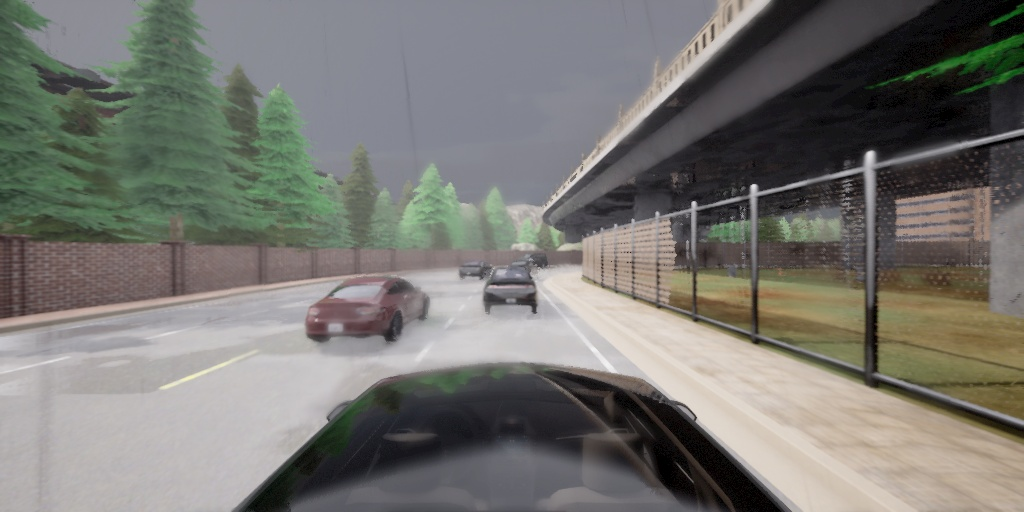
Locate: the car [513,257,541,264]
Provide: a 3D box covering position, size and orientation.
[{"bbox_3d":[0.898,1.073,28.840,1.837,1.490,4.892,-1,0,12],"label":"car"}]

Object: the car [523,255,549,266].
[{"bbox_3d":[2.457,0.925,46.036,1.882,1.535,5.008,0,0,45],"label":"car"}]

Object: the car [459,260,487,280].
[{"bbox_3d":[-2.712,1.080,28.612,2.128,1.511,4.902,0,0,10],"label":"car"}]

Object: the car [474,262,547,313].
[{"bbox_3d":[-0.040,1.164,13.512,2.128,1.511,4.902,0,0,-1],"label":"car"}]

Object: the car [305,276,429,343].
[{"bbox_3d":[-3.504,1.243,9.435,1.812,1.442,4.674,0,0,0],"label":"car"}]

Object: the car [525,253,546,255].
[{"bbox_3d":[2.772,0.636,51.188,5.566,2.045,2.150,0,0,-40],"label":"car"}]
